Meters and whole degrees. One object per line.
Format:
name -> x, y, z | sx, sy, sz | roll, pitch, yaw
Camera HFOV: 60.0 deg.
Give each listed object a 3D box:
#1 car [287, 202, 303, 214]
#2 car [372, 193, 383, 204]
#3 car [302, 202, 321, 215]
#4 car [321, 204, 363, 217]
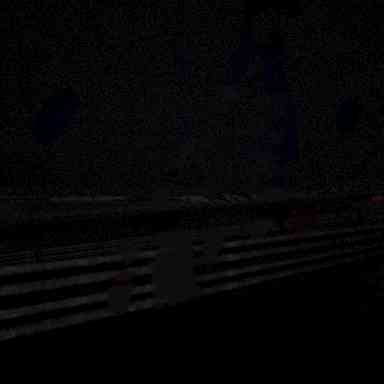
car -> 15.659, 2.123, 46.953 | 4.892, 1.490, 1.837 | -4, 2, -25
car -> 31.749, 0.889, 54.524 | 4.553, 1.767, 2.097 | -4, 2, -25
car -> 17.165, 2.214, 43.794 | 4.181, 1.385, 1.994 | -4, 2, -25
car -> 18.650, 2.161, 40.624 | 5.008, 1.535, 1.882 | -4, 2, -25
